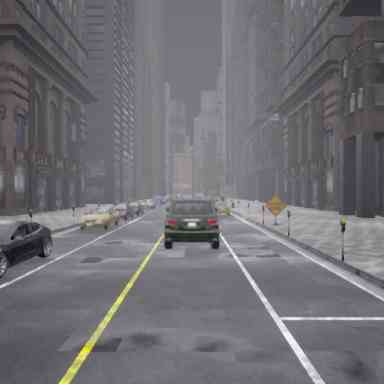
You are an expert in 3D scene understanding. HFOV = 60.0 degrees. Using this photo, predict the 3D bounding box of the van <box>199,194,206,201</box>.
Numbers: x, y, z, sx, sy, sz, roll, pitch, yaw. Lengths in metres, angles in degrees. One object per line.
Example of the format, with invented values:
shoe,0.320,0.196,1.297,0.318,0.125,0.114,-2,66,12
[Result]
van,2.762,1.387,88.717,1.690,1.788,3.998,0,0,0

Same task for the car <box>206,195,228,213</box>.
car,2.762,1.323,38.152,2.192,1.841,5.009,0,0,0

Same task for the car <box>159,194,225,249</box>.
car,0.000,1.258,14.680,2.150,2.045,5.566,0,0,0

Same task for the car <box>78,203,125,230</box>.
car,-5.762,1.525,21.113,1.752,1.417,4.829,0,0,0

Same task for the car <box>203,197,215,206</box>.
car,2.763,1.562,55.007,1.887,1.381,4.507,0,0,0

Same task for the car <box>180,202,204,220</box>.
car,0.000,1.620,29.680,1.895,1.301,4.718,0,0,0

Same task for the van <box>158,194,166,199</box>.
van,-5.763,1.358,54.996,1.690,1.788,3.998,0,0,0

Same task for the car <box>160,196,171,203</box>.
car,-5.763,1.580,71.852,2.008,1.369,4.403,0,0,0

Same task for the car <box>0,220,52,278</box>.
car,-5.762,1.565,10.045,1.947,1.339,4.313,0,0,0

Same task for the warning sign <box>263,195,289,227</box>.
warning sign,5.067,1.115,20.152,1.300,1.860,1.060,0,0,0

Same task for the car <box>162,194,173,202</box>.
car,-5.763,1.349,77.470,2.192,1.841,5.009,0,0,0

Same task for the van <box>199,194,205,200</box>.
van,2.762,1.394,94.336,1.690,1.788,3.998,0,0,0

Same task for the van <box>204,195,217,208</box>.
van,2.763,1.355,49.388,1.690,1.788,3.998,0,0,0

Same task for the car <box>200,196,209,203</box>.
car,2.762,1.555,72.032,1.752,1.417,4.829,0,0,0

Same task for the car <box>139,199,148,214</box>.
car,-5.763,1.586,32.520,1.802,1.307,4.206,0,0,0

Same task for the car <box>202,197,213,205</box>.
car,2.763,1.566,60.625,1.887,1.381,4.507,0,0,0

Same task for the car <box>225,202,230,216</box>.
car,2.763,1.530,32.703,1.752,1.417,4.829,0,0,0

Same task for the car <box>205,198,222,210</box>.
car,2.763,1.562,43.770,2.008,1.369,4.403,0,0,0

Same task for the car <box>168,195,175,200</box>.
car,-5.763,1.619,94.327,1.947,1.339,4.313,0,0,0

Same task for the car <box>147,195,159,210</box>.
car,-5.763,1.536,43.588,1.752,1.417,4.829,0,0,0

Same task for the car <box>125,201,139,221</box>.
car,-5.762,1.583,26.902,1.802,1.307,4.206,0,0,0

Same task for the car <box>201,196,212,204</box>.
car,2.763,1.575,66.238,2.008,1.369,4.403,0,0,0
